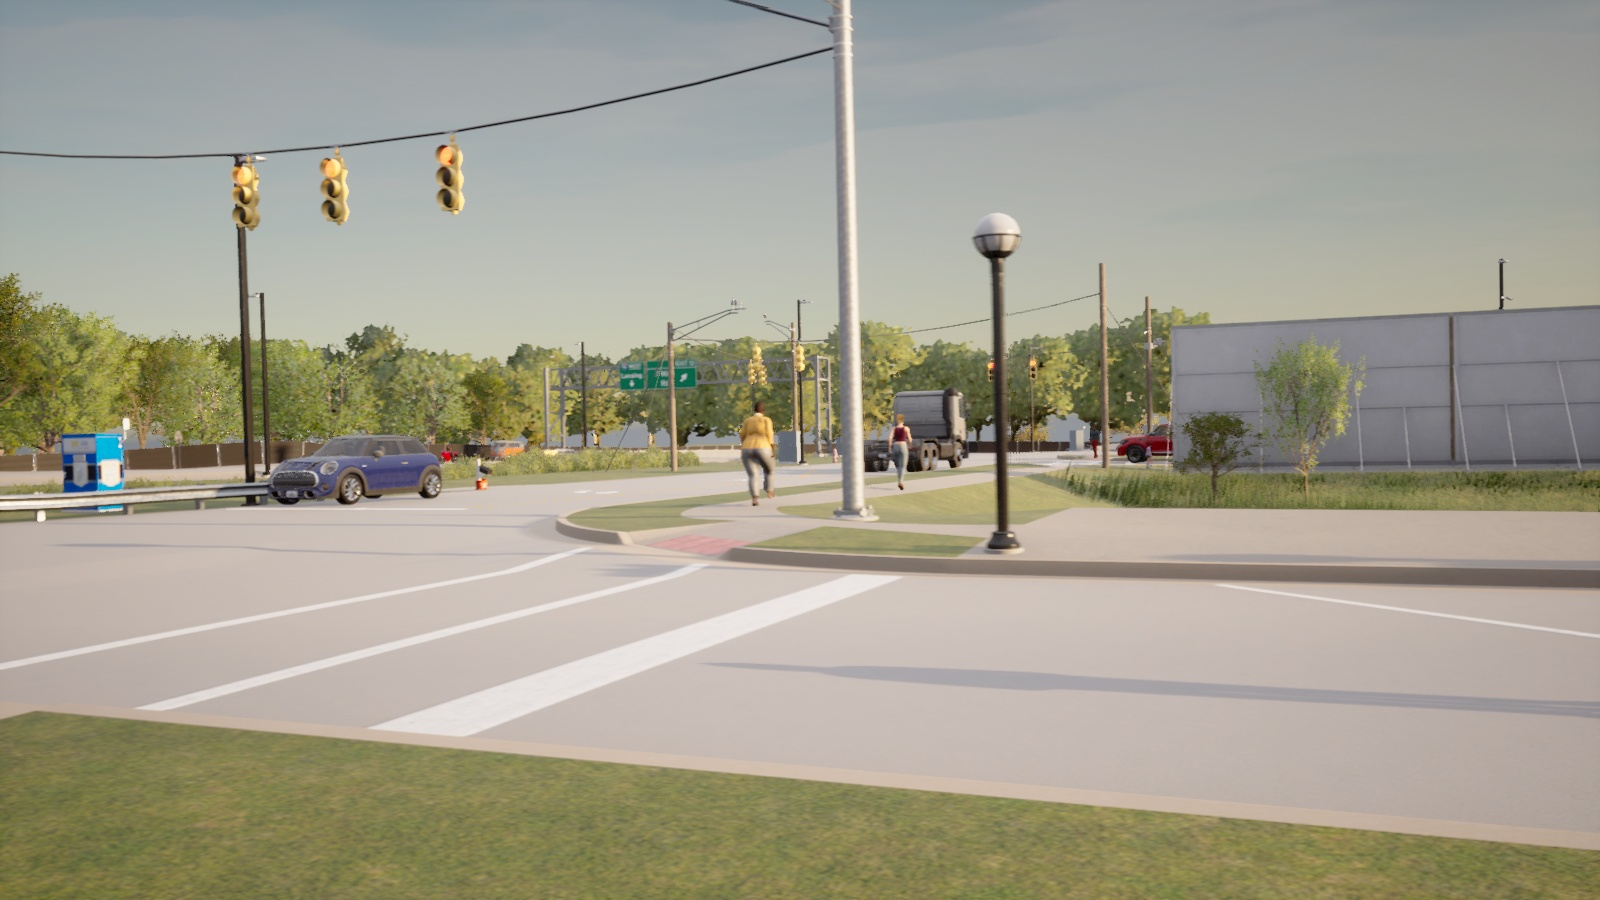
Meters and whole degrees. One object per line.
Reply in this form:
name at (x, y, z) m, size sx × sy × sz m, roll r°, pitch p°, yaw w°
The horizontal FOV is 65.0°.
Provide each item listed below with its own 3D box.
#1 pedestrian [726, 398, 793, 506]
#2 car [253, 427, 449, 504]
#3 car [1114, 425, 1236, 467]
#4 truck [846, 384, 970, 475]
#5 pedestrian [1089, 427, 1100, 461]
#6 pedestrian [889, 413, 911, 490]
pedestrian at (-0.712, 0.028, 22.203) m, size 0.874 × 1.855 × 0.900 m, roll -1°, pitch 1°, yaw 20°
car at (-11.075, 0.333, 31.328) m, size 2.097 × 1.767 × 4.553 m, roll -1°, pitch 0°, yaw 22°
car at (18.904, -0.234, 63.328) m, size 5.566 × 2.045 × 2.150 m, roll 0°, pitch 2°, yaw 28°
truck at (4.629, -0.839, 52.066) m, size 2.891 × 3.462 × 7.936 m, roll -1°, pitch 1°, yaw 22°
pedestrian at (16.217, -0.342, 69.150) m, size 0.353 × 1.847 × 0.614 m, roll 0°, pitch 2°, yaw 37°
pedestrian at (2.417, 0.034, 30.362) m, size 0.345 × 1.836 × 0.594 m, roll -1°, pitch 1°, yaw 22°
